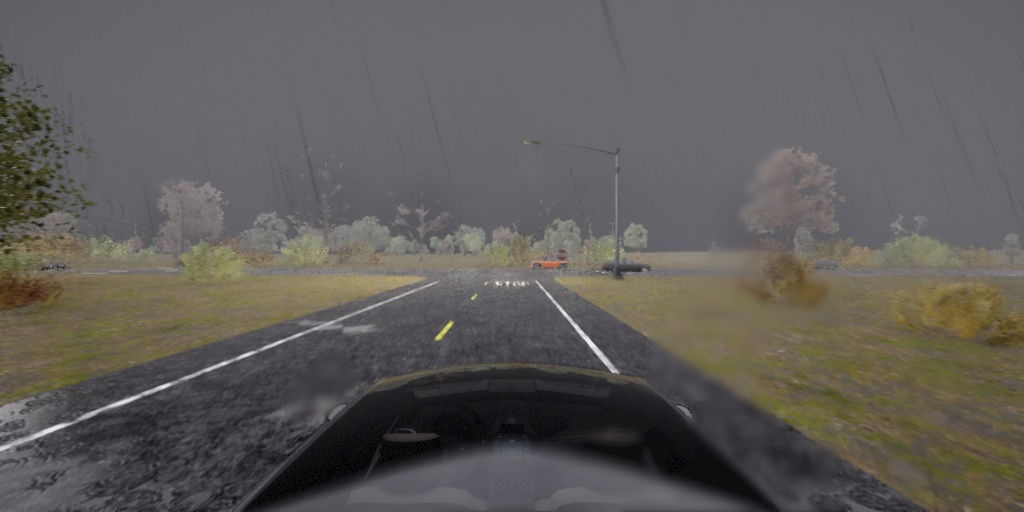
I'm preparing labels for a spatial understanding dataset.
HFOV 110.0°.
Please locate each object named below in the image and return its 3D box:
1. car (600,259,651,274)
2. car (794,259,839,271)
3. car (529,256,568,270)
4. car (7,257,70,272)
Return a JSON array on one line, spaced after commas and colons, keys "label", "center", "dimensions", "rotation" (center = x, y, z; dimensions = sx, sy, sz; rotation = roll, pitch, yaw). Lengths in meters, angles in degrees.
[{"label": "car", "center": [11.586, 1.027, 36.542], "dimensions": [5.008, 1.535, 1.882], "rotation": [0, 1, -2]}, {"label": "car", "center": [37.481, 1.085, 44.302], "dimensions": [4.902, 1.511, 2.128], "rotation": [-1, 1, -2]}, {"label": "car", "center": [4.382, 0.795, 43.355], "dimensions": [4.553, 1.767, 2.097], "rotation": [0, 0, -1]}, {"label": "car", "center": [-46.748, 0.851, 34.938], "dimensions": [5.357, 1.411, 2.033], "rotation": [0, 1, -2]}]
